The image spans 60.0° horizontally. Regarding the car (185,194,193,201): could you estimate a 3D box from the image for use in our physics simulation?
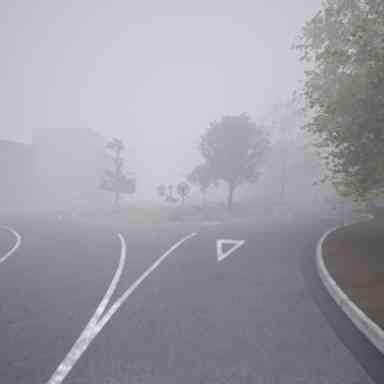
[{"bbox_3d":[-0.672,1.306,78.425,1.882,1.535,5.008,0,0,1],"label":"car"}]

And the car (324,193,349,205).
[{"bbox_3d":[21.965,1.056,50.697,2.097,1.767,4.553,0,0,-4],"label":"car"}]

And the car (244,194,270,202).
[{"bbox_3d":[13.763,1.705,70.758,1.895,1.301,4.718,1,-1,-26],"label":"car"}]

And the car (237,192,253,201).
[{"bbox_3d":[13.234,1.510,83.970,2.128,1.511,4.902,0,1,1],"label":"car"}]

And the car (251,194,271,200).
[{"bbox_3d":[18.445,1.412,88.760,4.792,1.488,2.163,0,1,1],"label":"car"}]

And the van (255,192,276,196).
[{"bbox_3d":[18.132,1.319,80.436,4.442,1.987,1.878,0,1,1],"label":"van"}]

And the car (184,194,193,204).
[{"bbox_3d":[-0.794,1.483,60.602,1.895,1.301,4.718,0,0,-1],"label":"car"}]
